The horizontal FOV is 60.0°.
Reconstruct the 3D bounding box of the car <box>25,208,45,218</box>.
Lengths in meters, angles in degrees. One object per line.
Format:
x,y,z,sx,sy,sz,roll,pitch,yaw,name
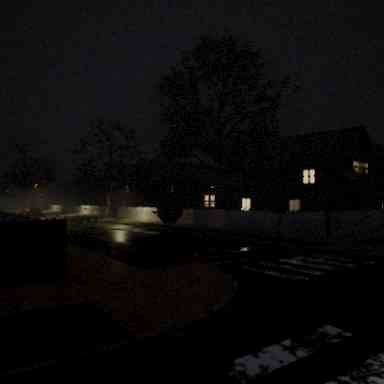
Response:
-21.448,2.808,45.089,2.033,1.411,5.357,1,-2,-35,car
